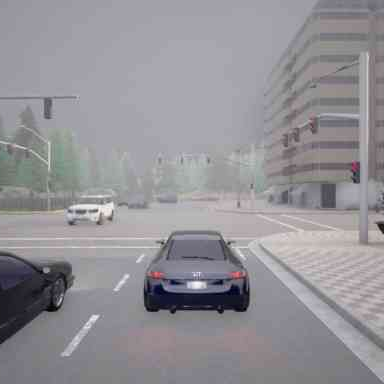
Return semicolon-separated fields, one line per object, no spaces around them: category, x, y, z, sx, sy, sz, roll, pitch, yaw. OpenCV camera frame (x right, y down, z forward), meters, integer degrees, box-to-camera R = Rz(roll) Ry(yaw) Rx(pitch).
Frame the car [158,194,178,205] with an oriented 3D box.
car;-4.502;1.601;61.025;1.895;1.301;4.718;0;0;21

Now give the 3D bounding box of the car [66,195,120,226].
car;-7.079;1.243;23.832;2.150;2.045;5.566;0;0;0

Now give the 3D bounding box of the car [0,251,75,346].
car;-3.427;1.547;4.668;2.033;1.411;5.357;0;0;0

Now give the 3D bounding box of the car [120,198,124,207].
car;-9.934;1.547;52.022;2.033;1.411;5.357;0;0;7

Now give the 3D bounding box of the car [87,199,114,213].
car;-10.497;1.525;38.412;1.812;1.442;4.674;0;0;1

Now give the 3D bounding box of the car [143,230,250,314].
car;0.091;1.564;7.703;1.994;1.385;4.181;0;0;0

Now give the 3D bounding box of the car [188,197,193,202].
car;1.244;1.354;77.478;2.097;1.767;4.553;0;0;42

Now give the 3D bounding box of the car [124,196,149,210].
car;-6.891;1.352;43.170;2.097;1.767;4.553;0;0;2

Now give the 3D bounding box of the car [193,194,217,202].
car;3.405;1.540;74.676;2.033;1.411;5.357;0;0;42
